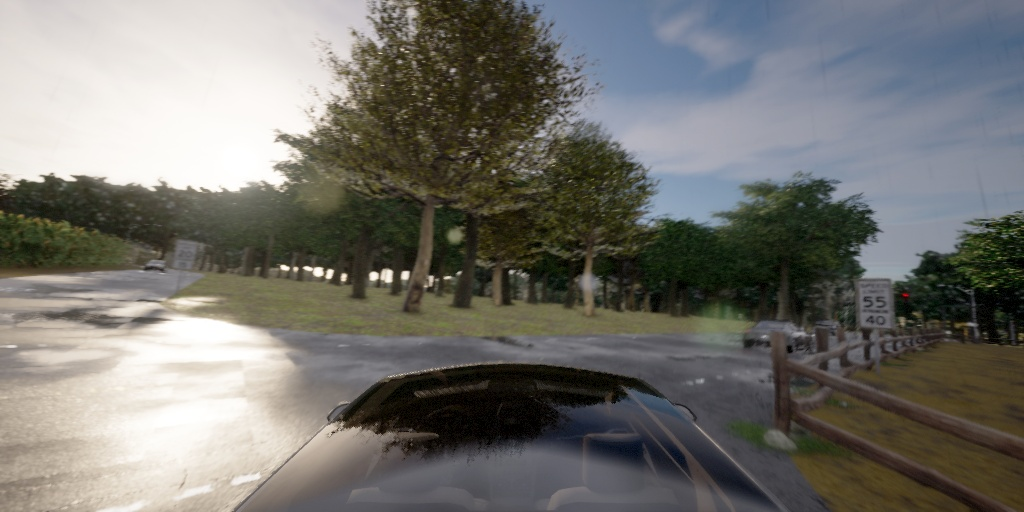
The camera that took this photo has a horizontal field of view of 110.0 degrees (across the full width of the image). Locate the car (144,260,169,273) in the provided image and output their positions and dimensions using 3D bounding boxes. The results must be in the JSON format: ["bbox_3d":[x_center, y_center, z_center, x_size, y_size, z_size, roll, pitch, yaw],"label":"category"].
[{"bbox_3d":[-44.263,1.282,44.781,1.837,1.490,4.892,11,-8,-38],"label":"car"}]

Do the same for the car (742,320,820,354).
[{"bbox_3d":[12.764,3.799,17.162,4.181,1.385,1.994,9,-9,-38],"label":"car"}]

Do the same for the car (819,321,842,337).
[{"bbox_3d":[33.185,7.590,37.737,4.902,1.511,2.128,9,-9,-38],"label":"car"}]
